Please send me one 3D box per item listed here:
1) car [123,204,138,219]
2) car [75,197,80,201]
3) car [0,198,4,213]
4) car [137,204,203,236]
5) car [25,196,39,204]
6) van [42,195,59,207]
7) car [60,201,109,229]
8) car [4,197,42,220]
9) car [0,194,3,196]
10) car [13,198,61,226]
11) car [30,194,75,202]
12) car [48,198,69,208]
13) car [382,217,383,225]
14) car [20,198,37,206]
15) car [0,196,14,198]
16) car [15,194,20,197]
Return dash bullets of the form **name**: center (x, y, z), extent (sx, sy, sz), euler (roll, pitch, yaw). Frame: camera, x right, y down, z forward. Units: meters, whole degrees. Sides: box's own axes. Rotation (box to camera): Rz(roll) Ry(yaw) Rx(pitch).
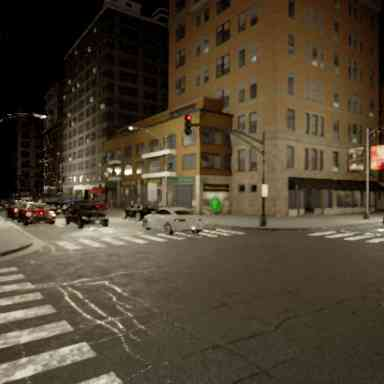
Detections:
- **car**: center (-4.260, 1.633, 27.696), extent (1.947, 1.339, 4.313), euler (1, 0, -35)
- **car**: center (-13.790, 1.632, 41.206), extent (1.947, 1.339, 4.313), euler (1, 0, -35)
- **car**: center (-20.347, 1.583, 36.581), extent (1.802, 1.307, 4.206), euler (1, 0, -35)
- **car**: center (-1.155, 1.574, 18.745), extent (1.812, 1.442, 4.674), euler (1, -1, -32)
- **car**: center (-32.846, 1.532, 68.227), extent (1.967, 1.590, 4.097), euler (1, 0, -35)
- **van**: center (-23.317, 1.417, 54.717), extent (1.690, 1.788, 3.998), euler (1, 0, -35)
- **car**: center (-7.079, 1.549, 22.172), extent (1.812, 1.442, 4.674), euler (1, 0, -35)
- **car**: center (-13.994, 1.441, 27.575), extent (1.967, 1.590, 4.097), euler (1, 0, -35)
- **car**: center (-29.875, 1.450, 50.091), extent (1.967, 1.590, 4.097), euler (1, 0, -35)
- **car**: center (-10.818, 1.442, 23.072), extent (1.967, 1.590, 4.097), euler (1, 0, -35)
- **car**: center (-12.749, 1.242, 30.216), extent (2.150, 2.045, 5.566), euler (1, 0, -36)
- **car**: center (-20.142, 1.622, 50.213), extent (2.008, 1.369, 4.403), euler (1, 0, -35)
- **car**: center (14.850, 1.650, 22.248), extent (5.357, 1.411, 2.033), euler (0, 0, -36)
- **car**: center (-27.986, 1.659, 56.785), extent (1.895, 1.301, 4.718), euler (1, 0, -35)
- **car**: center (-23.523, 1.553, 41.084), extent (2.008, 1.369, 4.403), euler (1, 0, -35)
- **car**: center (-39.199, 1.543, 77.235), extent (1.967, 1.590, 4.097), euler (1, 0, -35)
